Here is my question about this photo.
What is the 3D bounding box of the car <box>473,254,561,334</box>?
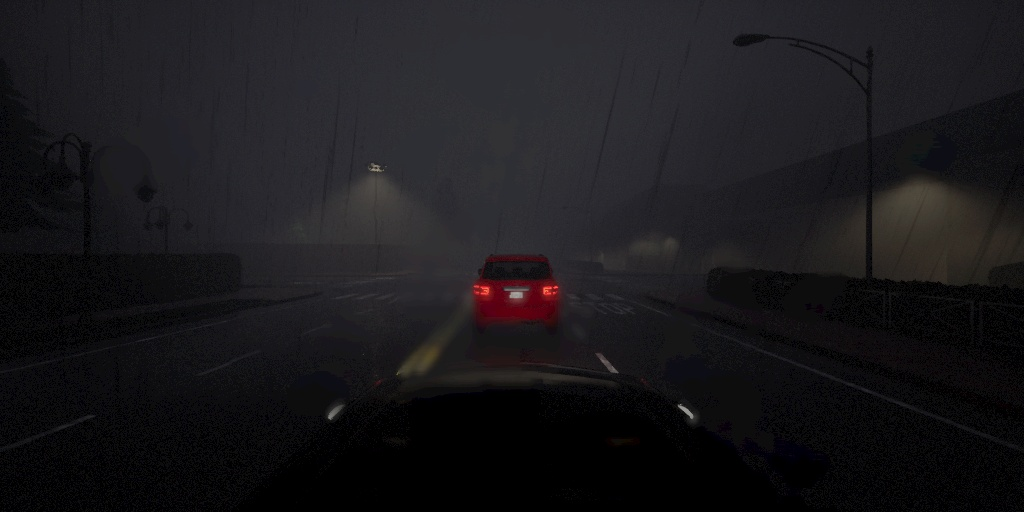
[{"bbox_3d":[0.121,0.971,10.741,2.150,2.045,5.566,0,0,0],"label":"car"}]

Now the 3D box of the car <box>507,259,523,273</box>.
[{"bbox_3d":[0.356,1.228,45.593,1.882,1.535,5.008,0,0,1],"label":"car"}]
